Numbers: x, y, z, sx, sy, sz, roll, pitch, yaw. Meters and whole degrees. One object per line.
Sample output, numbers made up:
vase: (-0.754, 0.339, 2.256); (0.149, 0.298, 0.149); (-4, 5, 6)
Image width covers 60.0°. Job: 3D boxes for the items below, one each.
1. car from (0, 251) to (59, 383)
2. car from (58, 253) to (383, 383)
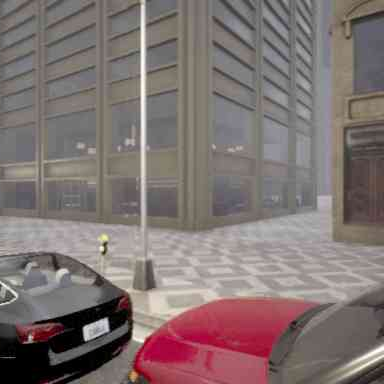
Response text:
car: (-2.758, 1.573, 4.921); (4.313, 1.339, 1.947); (0, 0, 35)
car: (1.802, 1.305, 1.668); (5.009, 1.841, 2.192); (0, 0, 35)
